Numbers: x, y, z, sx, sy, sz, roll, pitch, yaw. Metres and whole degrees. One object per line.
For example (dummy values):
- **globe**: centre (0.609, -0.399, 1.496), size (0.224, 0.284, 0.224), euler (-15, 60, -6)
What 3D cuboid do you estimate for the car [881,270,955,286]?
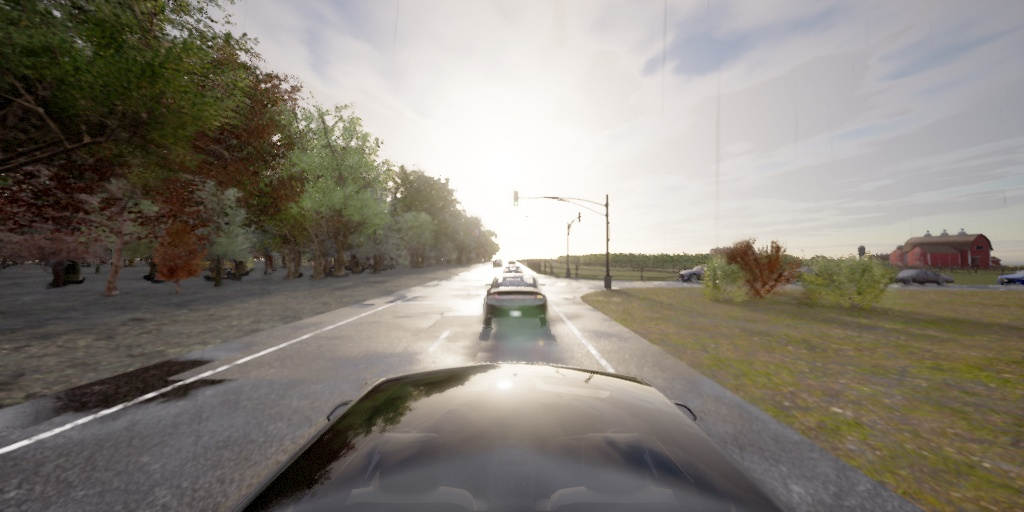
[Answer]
- **car**: centre (37.143, 1.992, 32.943), size (5.357, 1.411, 2.033), euler (1, -1, 0)

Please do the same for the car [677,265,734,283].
- **car**: centre (17.733, 1.586, 33.077), size (4.553, 1.767, 2.097), euler (1, -1, 1)

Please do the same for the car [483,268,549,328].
- **car**: centre (0.108, 1.318, 11.783), size (2.128, 1.511, 4.902), euler (0, -1, 0)

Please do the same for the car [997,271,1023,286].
- **car**: centre (47.779, 2.038, 32.852), size (5.008, 1.535, 1.882), euler (1, -1, 1)

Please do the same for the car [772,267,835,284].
- **car**: centre (26.703, 1.808, 32.994), size (5.008, 1.535, 1.882), euler (1, -1, 0)

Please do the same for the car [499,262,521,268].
- **car**: centre (0.098, 1.538, 33.326), size (2.033, 1.411, 5.357), euler (0, 0, 0)
